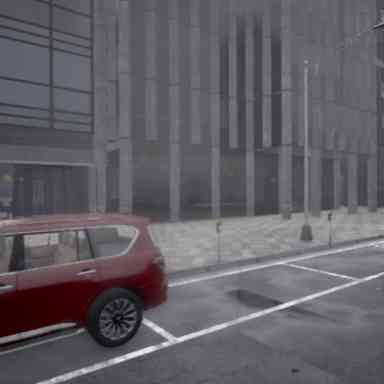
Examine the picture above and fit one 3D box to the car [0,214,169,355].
[{"bbox_3d":[-2.696,1.312,4.730,5.009,1.841,2.192,-1,0,-36],"label":"car"}]
